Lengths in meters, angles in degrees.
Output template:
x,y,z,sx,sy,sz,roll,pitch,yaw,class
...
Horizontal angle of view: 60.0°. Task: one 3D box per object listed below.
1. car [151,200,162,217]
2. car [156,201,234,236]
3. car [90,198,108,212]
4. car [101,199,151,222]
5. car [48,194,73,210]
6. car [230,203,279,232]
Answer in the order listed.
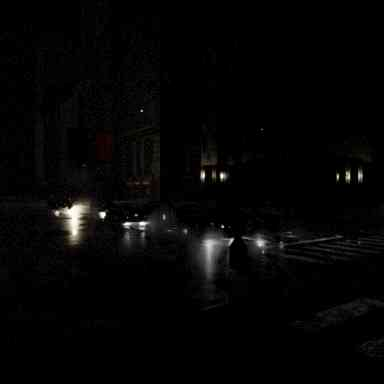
x,y,z,sx,sy,sz,roll,pitch,yaw,class
-2.523,1.464,28.107,1.882,1.535,5.008,0,0,-35,car
0.142,1.501,18.721,1.837,1.490,4.892,0,0,-35,car
-10.602,1.464,39.540,1.882,1.535,5.008,0,1,-35,car
-5.306,1.556,26.416,1.994,1.385,4.181,0,0,-35,car
-17.282,1.217,43.426,2.150,2.045,5.566,0,0,-35,car
2.975,1.468,20.340,1.882,1.535,5.008,0,0,-37,car
